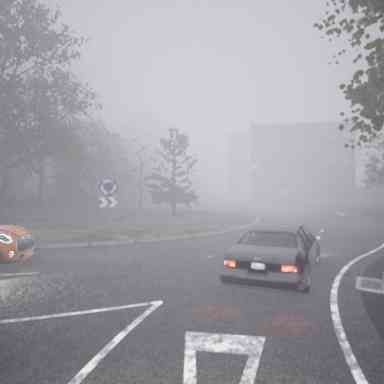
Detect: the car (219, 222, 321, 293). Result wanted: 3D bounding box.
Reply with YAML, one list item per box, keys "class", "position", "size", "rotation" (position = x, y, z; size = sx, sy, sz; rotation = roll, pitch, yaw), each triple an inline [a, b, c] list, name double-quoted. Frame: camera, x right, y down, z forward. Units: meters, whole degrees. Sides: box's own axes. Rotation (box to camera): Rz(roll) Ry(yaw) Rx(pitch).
- class: "car"
  position: [2.335, 1.525, 8.954]
  size: [2.033, 1.411, 5.357]
  rotation: [0, 0, 24]

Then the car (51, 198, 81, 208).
- class: "car"
  position: [-17.151, 1.482, 44.637]
  size: [4.181, 1.385, 1.994]
  rotation: [1, 0, -22]

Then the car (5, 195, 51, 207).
- class: "car"
  position: [-21.143, 1.394, 42.359]
  size: [4.892, 1.490, 1.837]
  rotation: [1, -1, -37]

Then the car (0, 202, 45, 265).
- class: "car"
  position: [-7.291, 1.326, 10.112]
  size: [4.553, 1.767, 2.097]
  rotation: [0, 0, -6]

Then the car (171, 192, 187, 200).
- class: "car"
  position: [-2.431, 0.687, 62.913]
  size: [2.033, 1.411, 5.357]
  rotation: [0, 5, 14]
